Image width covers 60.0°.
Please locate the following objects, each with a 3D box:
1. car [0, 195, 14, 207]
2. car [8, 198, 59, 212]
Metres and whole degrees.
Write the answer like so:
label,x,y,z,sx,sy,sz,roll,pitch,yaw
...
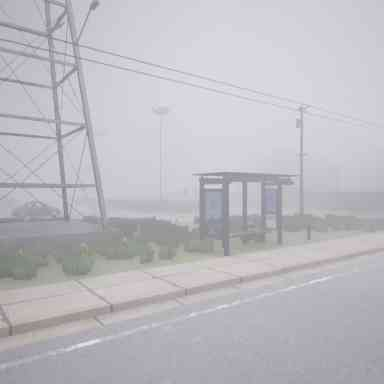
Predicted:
label,x,y,z,sx,sy,sz,roll,pitch,yaw
car,-27.478,1.310,47.341,4.605,1.855,1.932,0,0,-37
car,-13.762,1.521,29.531,3.905,1.438,1.784,0,0,-37
